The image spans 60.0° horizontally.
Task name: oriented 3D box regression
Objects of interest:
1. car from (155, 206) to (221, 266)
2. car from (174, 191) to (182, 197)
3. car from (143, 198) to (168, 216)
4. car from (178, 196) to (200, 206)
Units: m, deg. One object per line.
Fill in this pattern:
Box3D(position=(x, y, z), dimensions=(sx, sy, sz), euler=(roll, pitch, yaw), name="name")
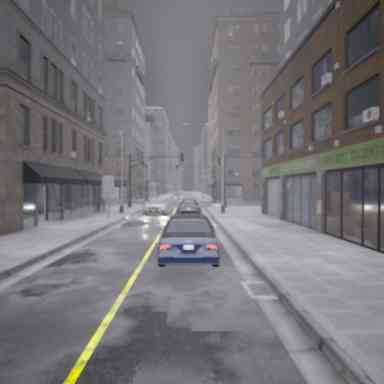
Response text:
Box3D(position=(-0.102, 1.432, 11.007), dimensions=(2.033, 1.411, 5.357), euler=(0, 1, 0), name="car")
Box3D(position=(-3.796, 0.404, 92.822), dimensions=(2.097, 1.767, 4.553), euler=(0, 1, -1), name="car")
Box3D(position=(-3.129, 1.222, 29.264), dimensions=(1.812, 1.442, 4.674), euler=(0, 0, 0), name="car")
Box3D(position=(-0.271, 1.271, 28.311), dimensions=(1.994, 1.385, 4.181), euler=(0, 1, 0), name="car")
